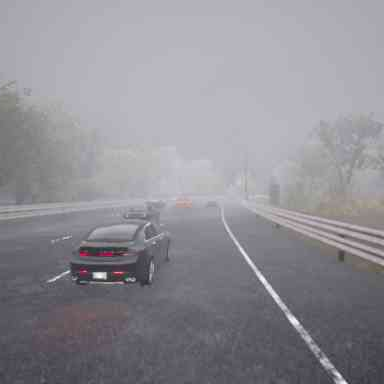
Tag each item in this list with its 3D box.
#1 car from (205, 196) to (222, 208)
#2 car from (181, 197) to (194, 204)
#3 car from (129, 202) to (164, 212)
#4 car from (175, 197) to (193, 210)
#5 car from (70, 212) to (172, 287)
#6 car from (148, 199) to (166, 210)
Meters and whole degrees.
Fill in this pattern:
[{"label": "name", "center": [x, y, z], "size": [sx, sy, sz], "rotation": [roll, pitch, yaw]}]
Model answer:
[{"label": "car", "center": [3.435, 1.816, 55.126], "size": [1.812, 1.442, 4.674], "rotation": [0, 0, 8]}, {"label": "car", "center": [-0.946, 1.869, 72.643], "size": [1.882, 1.535, 5.008], "rotation": [0, 0, 10]}, {"label": "car", "center": [-3.756, 1.732, 25.980], "size": [1.895, 1.301, 4.718], "rotation": [0, 0, 6]}, {"label": "car", "center": [-1.120, 1.600, 47.842], "size": [2.097, 1.767, 4.553], "rotation": [0, 0, 8]}, {"label": "car", "center": [-1.772, 1.554, 9.553], "size": [1.837, 1.490, 4.892], "rotation": [0, 0, 5]}, {"label": "car", "center": [-4.922, 1.713, 45.746], "size": [1.882, 1.535, 5.008], "rotation": [0, 0, 7]}]
